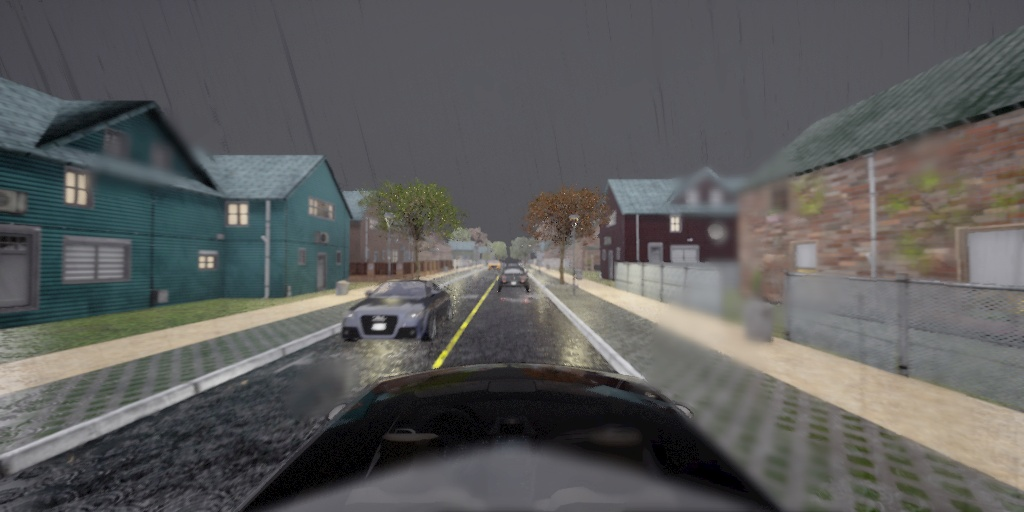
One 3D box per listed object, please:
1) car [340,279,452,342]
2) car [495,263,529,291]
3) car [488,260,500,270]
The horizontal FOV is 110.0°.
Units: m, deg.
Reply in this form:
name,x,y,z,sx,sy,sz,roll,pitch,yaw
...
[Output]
name,x,y,z,sx,sy,sz,roll,pitch,yaw
car,-2.851,1.330,9.685,1.994,1.385,4.181,0,0,0
car,0.092,1.327,22.193,1.812,1.442,4.674,0,0,0
car,-2.768,1.440,57.513,1.882,1.535,5.008,0,-1,0
